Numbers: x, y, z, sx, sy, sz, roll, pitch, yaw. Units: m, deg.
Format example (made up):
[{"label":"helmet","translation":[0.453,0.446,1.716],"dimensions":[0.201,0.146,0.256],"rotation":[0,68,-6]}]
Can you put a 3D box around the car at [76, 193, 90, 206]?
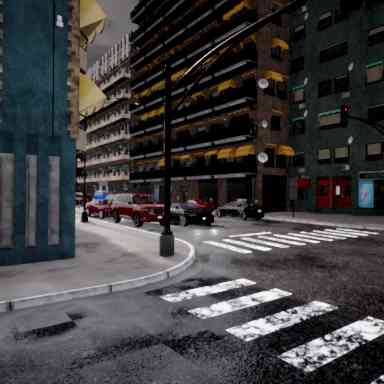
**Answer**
[{"label":"car","translation":[-13.704,0.908,39.159],"dimensions":[1.882,1.535,5.008],"rotation":[1,1,-36]}]

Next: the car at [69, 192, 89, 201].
[{"label":"car","translation":[-19.323,0.769,56.764],"dimensions":[1.887,1.381,4.507],"rotation":[2,0,-36]}]

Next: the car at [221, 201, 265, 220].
[{"label":"car","translation":[3.562,1.353,25.194],"dimensions":[1.947,1.339,4.313],"rotation":[2,0,-36]}]

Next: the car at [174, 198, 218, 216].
[{"label":"car","translation":[0.292,1.288,29.704],"dimensions":[1.802,1.307,4.206],"rotation":[2,0,-36]}]

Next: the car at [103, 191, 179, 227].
[{"label":"car","translation":[-3.238,1.034,20.307],"dimensions":[2.192,1.841,5.009],"rotation":[2,0,-36]}]

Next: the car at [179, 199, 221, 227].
[{"label":"car","translation":[-0.460,1.321,20.855],"dimensions":[1.994,1.385,4.181],"rotation":[1,0,-36]}]

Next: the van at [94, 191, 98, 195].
[{"label":"van","translation":[-12.780,0.726,47.745],"dimensions":[1.690,1.788,3.998],"rotation":[2,0,-36]}]

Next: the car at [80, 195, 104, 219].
[{"label":"car","translation":[-6.515,1.183,24.817],"dimensions":[1.887,1.381,4.507],"rotation":[2,0,-36]}]

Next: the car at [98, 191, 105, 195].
[{"label":"car","translation":[-6.048,0.971,28.573],"dimensions":[2.097,1.767,4.553],"rotation":[1,0,-36]}]

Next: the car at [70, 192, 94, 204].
[{"label":"car","translation":[-15.663,0.823,47.200],"dimensions":[1.882,1.535,5.008],"rotation":[1,0,-36]}]
